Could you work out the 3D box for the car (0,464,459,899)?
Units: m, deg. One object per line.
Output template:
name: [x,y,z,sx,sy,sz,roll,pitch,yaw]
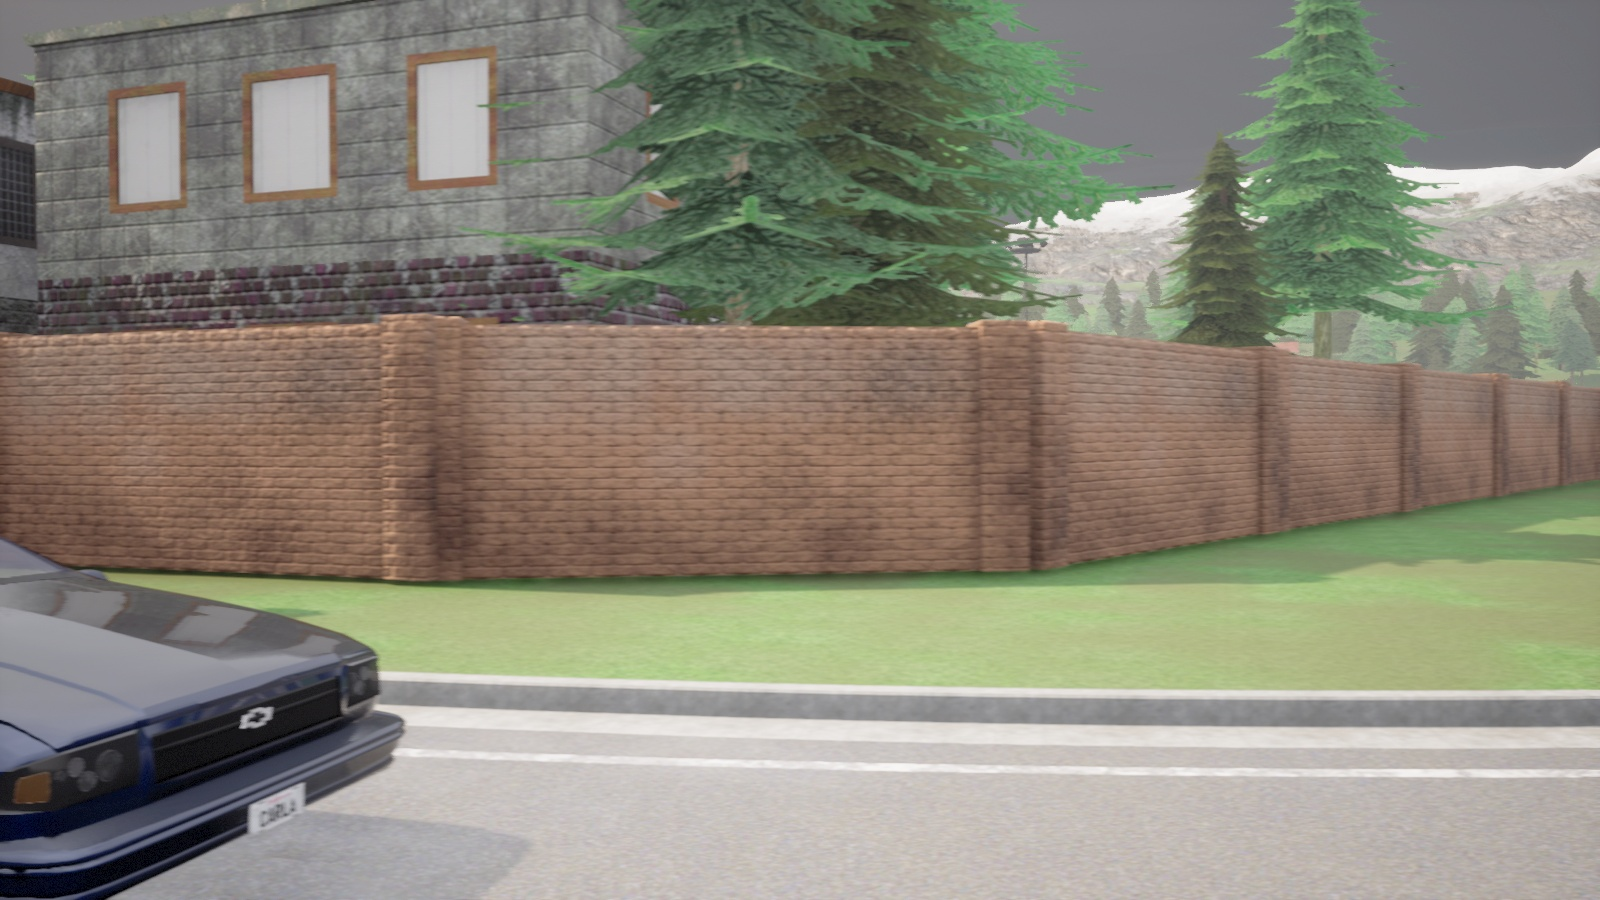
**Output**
car: [-4.256,0.780,4.846,5.357,1.411,2.033,0,1,14]
